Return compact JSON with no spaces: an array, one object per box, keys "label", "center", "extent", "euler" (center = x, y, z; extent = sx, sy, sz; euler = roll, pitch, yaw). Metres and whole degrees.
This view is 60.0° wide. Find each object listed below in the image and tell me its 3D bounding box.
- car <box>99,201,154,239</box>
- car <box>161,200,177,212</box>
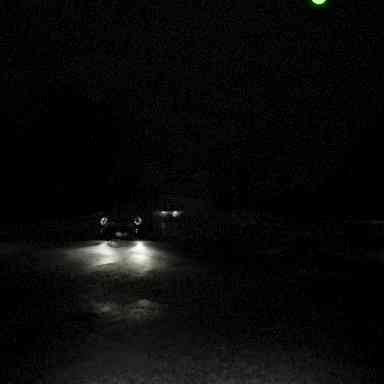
[{"label":"car","center":[-3.269,1.325,17.239],"extent":[2.097,1.767,4.553],"euler":[0,0,1]},{"label":"car","center":[-2.969,1.835,43.567],"extent":[1.837,1.490,4.892],"euler":[0,-2,1]}]
